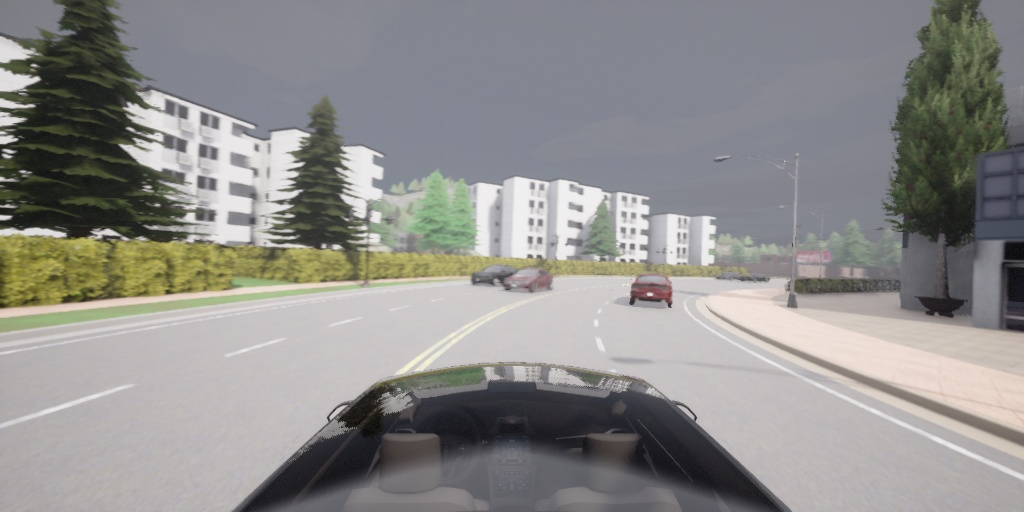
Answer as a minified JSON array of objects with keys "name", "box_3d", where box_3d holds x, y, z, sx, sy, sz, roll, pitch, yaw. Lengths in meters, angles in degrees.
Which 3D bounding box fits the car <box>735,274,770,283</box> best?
[{"name":"car","box_3d":[34.060,3.135,50.356,4.718,1.301,1.895,3,0,-29]}]

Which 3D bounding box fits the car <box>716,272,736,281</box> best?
[{"name":"car","box_3d":[32.366,3.028,53.418,4.181,1.385,1.994,3,0,-29]}]

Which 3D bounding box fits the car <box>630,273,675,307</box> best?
[{"name":"car","box_3d":[7.232,1.636,18.475,1.882,1.535,5.008,2,-1,24]}]

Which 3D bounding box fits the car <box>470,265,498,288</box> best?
[{"name":"car","box_3d":[-1.019,1.350,25.652,1.882,1.535,5.008,2,-1,29]}]

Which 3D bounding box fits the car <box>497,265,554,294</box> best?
[{"name":"car","box_3d":[1.164,1.464,22.304,1.812,1.442,4.674,2,-1,27]}]
